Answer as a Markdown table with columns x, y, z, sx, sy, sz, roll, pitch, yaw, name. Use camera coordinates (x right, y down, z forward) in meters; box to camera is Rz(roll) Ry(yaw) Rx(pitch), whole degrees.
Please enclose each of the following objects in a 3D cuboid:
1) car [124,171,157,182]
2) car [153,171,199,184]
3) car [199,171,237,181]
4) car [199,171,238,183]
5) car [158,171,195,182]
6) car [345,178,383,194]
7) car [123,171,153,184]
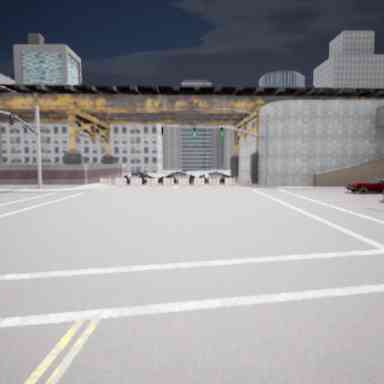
| x | y | z | sx | sy | sz | roll | pitch | yaw | name |
| --- | --- | --- | --- | --- | --- | --- | --- | --- | --- |
| -6.619 | -2.015 | 42.405 | 4.536 | 1.218 | 1.853 | 5 | 7 | 44 | car |
| -1.973 | -1.853 | 42.357 | 4.974 | 1.542 | 2.038 | -4 | 6 | -36 | car |
| 3.354 | -2.078 | 43.112 | 4.536 | 1.218 | 1.853 | 3 | 6 | 29 | car |
| 3.400 | -1.919 | 43.101 | 4.974 | 1.542 | 2.038 | 3 | 6 | 29 | car |
| -1.931 | -2.013 | 42.374 | 4.536 | 1.218 | 1.853 | -4 | 6 | -36 | car |
| 15.997 | -0.519 | 28.892 | 4.718 | 1.301 | 1.895 | 0 | 5 | -1 | car |
| -6.581 | -1.855 | 42.383 | 4.974 | 1.542 | 2.038 | 5 | 7 | 44 | car |
